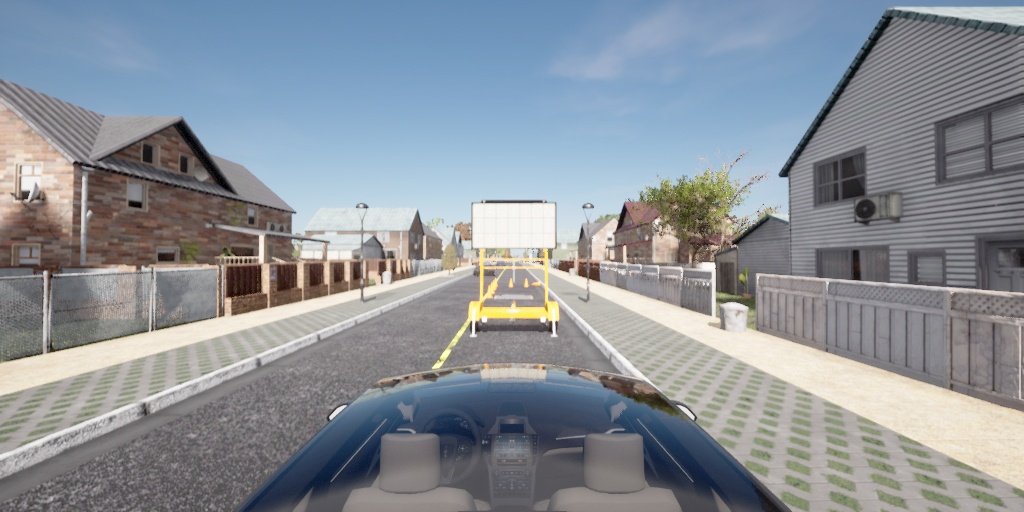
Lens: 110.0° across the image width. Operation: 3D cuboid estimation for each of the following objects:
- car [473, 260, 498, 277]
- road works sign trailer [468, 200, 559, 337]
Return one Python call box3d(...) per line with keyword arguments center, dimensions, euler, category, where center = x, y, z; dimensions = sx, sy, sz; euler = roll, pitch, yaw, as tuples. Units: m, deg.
box3d(center=(-2.685, 1.339, 35.328), dimensions=(1.994, 1.385, 4.181), euler=(0, 0, 0), category="car")
box3d(center=(0.057, 0.212, 10.261), dimensions=(2.380, 3.560, 2.880), euler=(0, 0, 1), category="road works sign trailer")
